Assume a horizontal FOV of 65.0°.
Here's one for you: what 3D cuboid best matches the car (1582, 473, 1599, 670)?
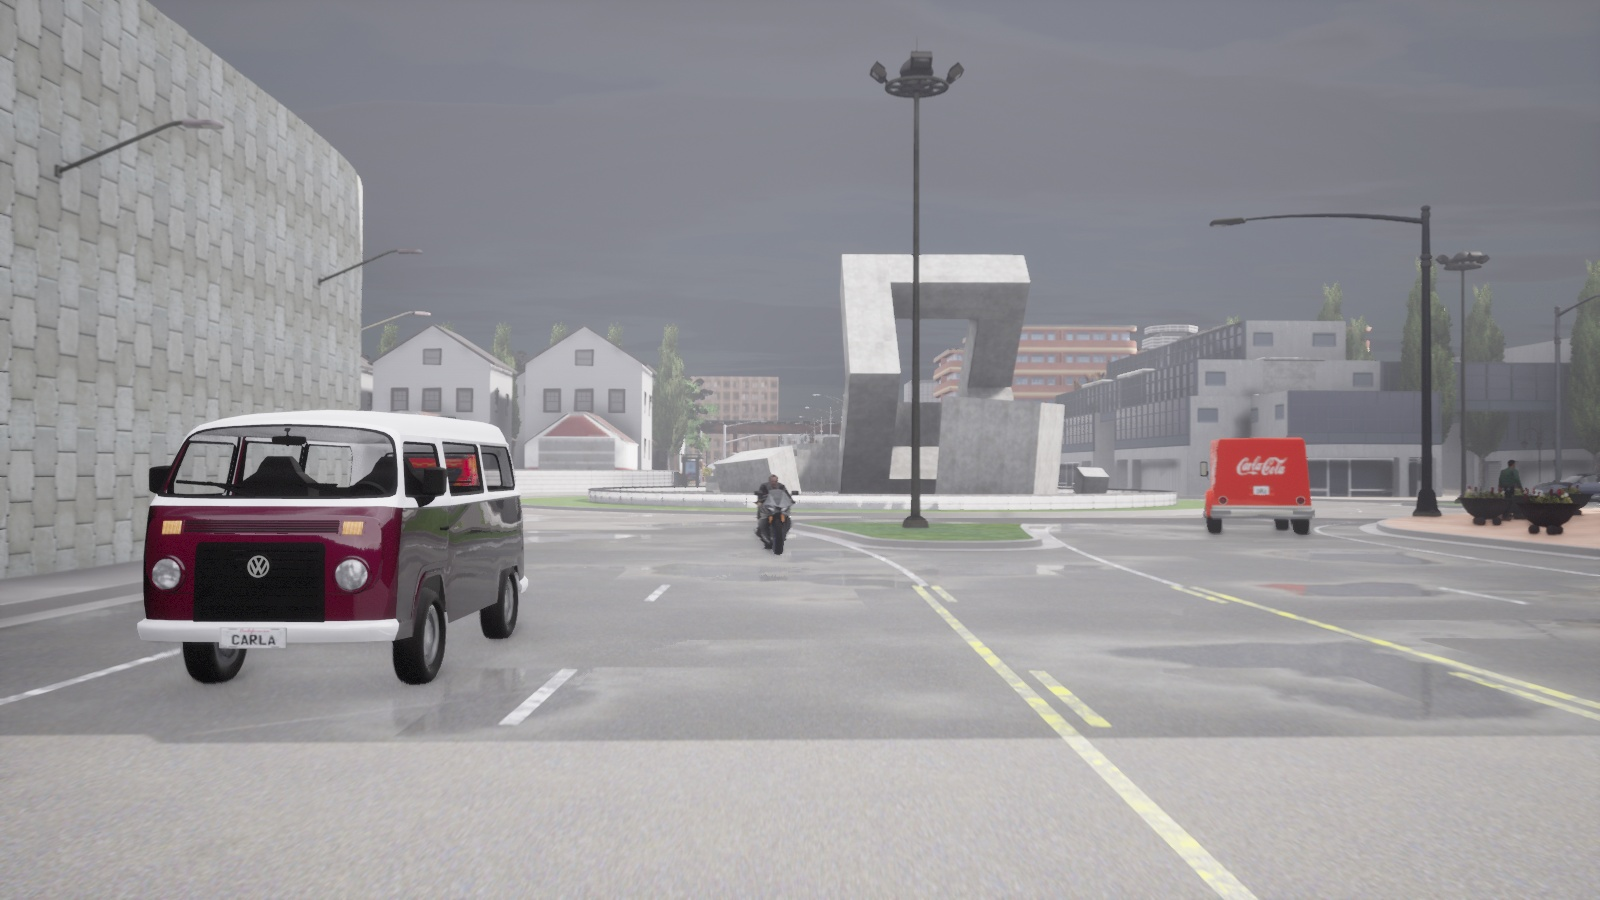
[{"bbox_3d":[6.980,0.881,7.700,1.970,1.475,3.806,0,-1,0],"label":"car"}]

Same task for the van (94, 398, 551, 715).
[{"bbox_3d":[-3.525,0.725,10.354,2.069,2.038,4.480,0,-1,0],"label":"van"}]

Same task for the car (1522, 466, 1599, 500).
[{"bbox_3d":[38.855,1.632,62.293,4.856,1.649,2.033,0,-1,5],"label":"car"}]

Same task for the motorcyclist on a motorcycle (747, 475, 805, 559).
[{"bbox_3d":[-0.493,1.256,24.168,0.866,1.530,2.191,0,-1,-8],"label":"motorcyclist on a motorcycle"}]

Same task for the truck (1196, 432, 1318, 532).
[{"bbox_3d":[12.228,0.847,33.969,2.627,2.467,5.204,-1,-1,15],"label":"truck"}]

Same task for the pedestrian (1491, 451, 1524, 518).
[{"bbox_3d":[20.838,1.005,36.972,0.788,1.949,0.423,0,-1,-21],"label":"pedestrian"}]
